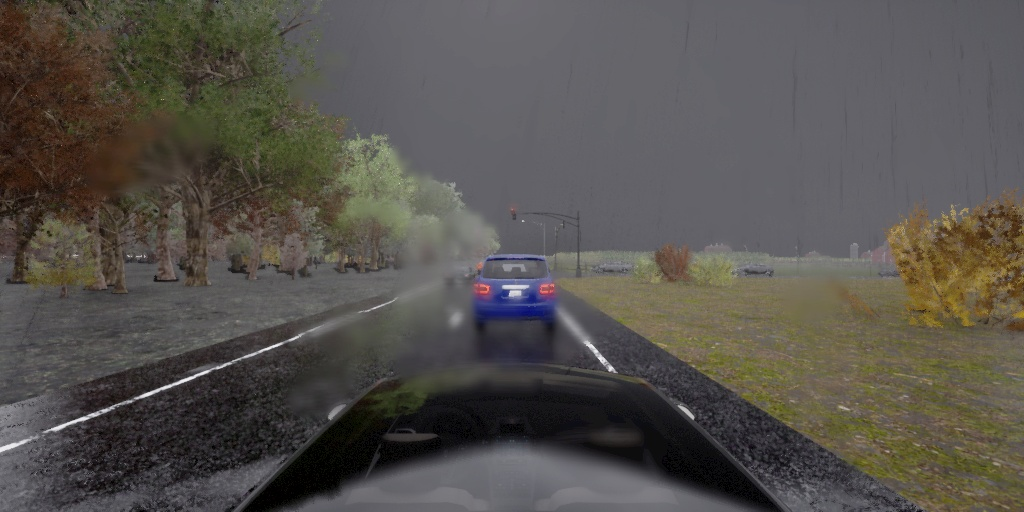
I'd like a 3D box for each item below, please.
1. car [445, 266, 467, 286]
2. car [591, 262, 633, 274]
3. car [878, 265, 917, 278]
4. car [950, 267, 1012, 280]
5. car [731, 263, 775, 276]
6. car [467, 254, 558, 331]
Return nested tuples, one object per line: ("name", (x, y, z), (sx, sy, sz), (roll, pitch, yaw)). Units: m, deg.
("car", (-3.431, 1.356, 25.395), (1.895, 1.301, 4.718), (0, 0, 0))
("car", (12.035, 1.436, 43.369), (4.902, 1.511, 2.128), (1, -1, 4))
("car", (46.708, 1.843, 42.921), (4.674, 1.442, 1.812), (1, -1, 1))
("car", (50.971, 1.851, 39.316), (5.357, 1.411, 2.033), (1, -1, 1))
("car", (28.762, 1.614, 43.019), (4.902, 1.511, 2.128), (1, -1, 0))
("car", (0.088, 0.974, 11.080), (2.150, 2.045, 5.566), (0, 0, 0))
